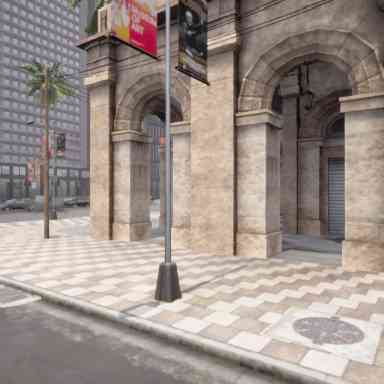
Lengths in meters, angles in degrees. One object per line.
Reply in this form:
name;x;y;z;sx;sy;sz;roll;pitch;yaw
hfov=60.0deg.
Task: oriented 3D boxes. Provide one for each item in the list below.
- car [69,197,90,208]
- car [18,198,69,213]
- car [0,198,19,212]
car;-16.291;1.513;48.472;2.161;1.482;4.786;0;0;35
car;-16.425;1.564;36.950;1.994;1.385;4.181;0;0;36
car;-19.941;1.488;38.050;2.128;1.511;4.902;0;0;36
